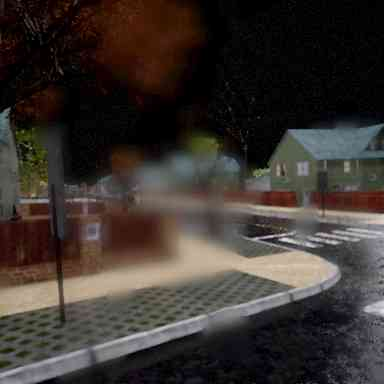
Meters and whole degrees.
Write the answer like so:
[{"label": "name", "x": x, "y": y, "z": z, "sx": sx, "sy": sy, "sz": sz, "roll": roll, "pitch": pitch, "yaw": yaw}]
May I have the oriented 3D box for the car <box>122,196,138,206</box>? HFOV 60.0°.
[{"label": "car", "x": -9.831, "y": 1.427, "z": 52.161, "sx": 1.837, "sy": 1.490, "sz": 4.892, "roll": -4, "pitch": 1, "yaw": -21}]
